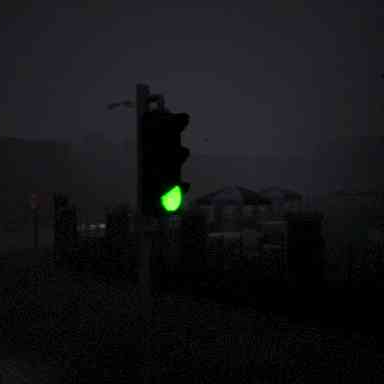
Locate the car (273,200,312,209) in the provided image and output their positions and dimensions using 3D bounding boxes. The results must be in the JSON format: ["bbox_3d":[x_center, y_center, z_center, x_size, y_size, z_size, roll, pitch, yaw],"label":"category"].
[{"bbox_3d":[14.129,1.710,46.588,5.357,1.411,2.033,0,0,-6],"label":"car"}]

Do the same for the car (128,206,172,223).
[{"bbox_3d":[-3.866,1.746,27.643,2.033,1.411,5.357,-1,0,35],"label":"car"}]
